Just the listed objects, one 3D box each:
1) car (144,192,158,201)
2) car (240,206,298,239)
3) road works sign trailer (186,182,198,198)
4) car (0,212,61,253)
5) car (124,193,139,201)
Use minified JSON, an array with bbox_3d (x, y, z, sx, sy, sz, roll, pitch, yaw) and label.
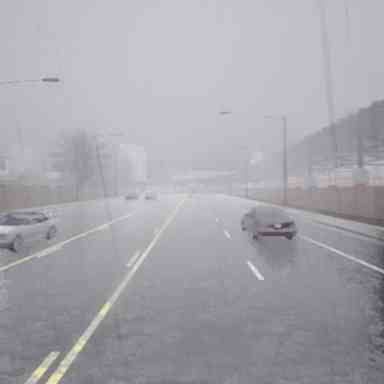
[{"bbox_3d":[-7.051,0.799,57.667,1.882,1.535,5.008,0,1,1],"label":"car"},{"bbox_3d":[3.579,1.414,16.321,2.033,1.411,5.357,0,1,0],"label":"car"},{"bbox_3d":[-0.015,-0.450,75.555,2.380,3.560,2.880,0,1,0],"label":"road works sign trailer"},{"bbox_3d":[-7.105,1.504,13.398,1.895,1.301,4.718,0,1,0],"label":"car"},{"bbox_3d":[-10.544,0.913,58.421,1.895,1.301,4.718,0,1,1],"label":"car"}]
